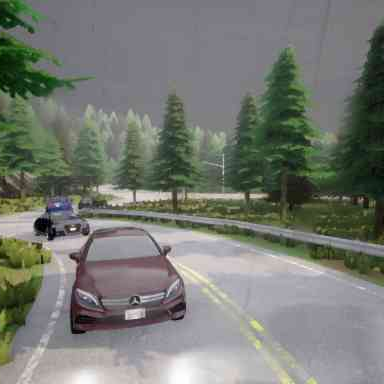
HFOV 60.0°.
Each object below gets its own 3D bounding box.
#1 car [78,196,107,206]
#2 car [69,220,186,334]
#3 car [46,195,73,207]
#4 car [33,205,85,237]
[{"bbox_3d":[-12.673,1.289,42.812,2.097,1.767,4.553,2,2,13],"label":"car"},{"bbox_3d":[-1.514,1.523,7.061,1.812,1.442,4.674,-2,0,-17],"label":"car"},{"bbox_3d":[-12.827,1.326,32.226,2.150,2.045,5.566,-1,0,-18],"label":"car"},{"bbox_3d":[-7.035,1.664,17.764,1.994,1.385,4.181,-4,2,-38],"label":"car"}]
